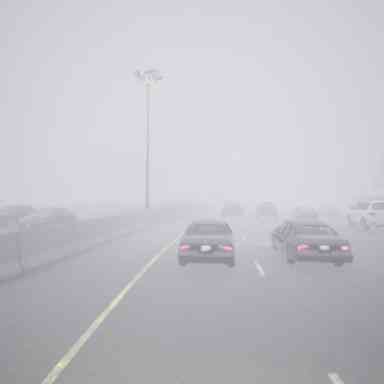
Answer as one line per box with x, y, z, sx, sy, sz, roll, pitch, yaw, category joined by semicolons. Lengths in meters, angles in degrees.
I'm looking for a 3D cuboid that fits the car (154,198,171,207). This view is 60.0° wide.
-4.924;2.151;64.122;1.837;1.490;4.892;0;-1;22;car

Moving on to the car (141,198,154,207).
-8.100;1.991;65.614;2.097;1.767;4.553;0;-1;22;car

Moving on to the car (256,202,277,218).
8.072;1.810;35.783;2.097;1.767;4.553;0;-1;14;car

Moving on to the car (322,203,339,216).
16.709;2.112;40.655;1.812;1.442;4.674;0;-1;17;car

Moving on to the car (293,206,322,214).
10.545;2.032;31.227;1.895;1.301;4.718;0;-1;12;car

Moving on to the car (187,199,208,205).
1.452;2.223;61.219;2.033;1.411;5.357;0;-1;22;car

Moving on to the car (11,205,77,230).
-9.069;1.679;21.382;1.812;1.442;4.674;0;-1;8;car

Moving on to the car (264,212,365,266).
4.135;1.718;12.315;2.033;1.411;5.357;0;-1;5;car

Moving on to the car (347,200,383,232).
12.507;1.582;23.011;2.150;2.045;5.566;0;-1;10;car

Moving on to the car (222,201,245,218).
4.501;1.780;35.917;2.097;1.767;4.553;0;-1;13;car

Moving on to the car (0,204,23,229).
-12.357;1.621;23.096;1.882;1.535;5.008;0;-1;8;car

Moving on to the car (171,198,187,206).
-1.556;2.022;63.103;2.097;1.767;4.553;0;-1;22;car

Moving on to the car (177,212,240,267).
0.610;1.685;12.062;2.033;1.411;5.357;0;-1;5;car
